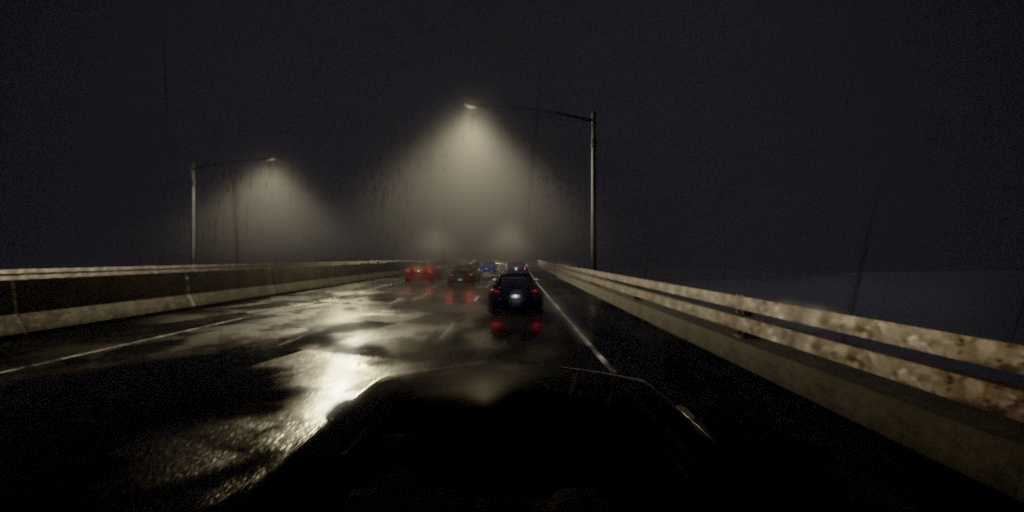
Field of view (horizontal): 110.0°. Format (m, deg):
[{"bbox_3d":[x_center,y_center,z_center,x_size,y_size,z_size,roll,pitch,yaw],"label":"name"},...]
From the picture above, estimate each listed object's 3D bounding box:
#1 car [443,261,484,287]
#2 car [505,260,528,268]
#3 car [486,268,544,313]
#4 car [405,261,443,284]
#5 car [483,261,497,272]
[{"bbox_3d":[-3.245,1.316,24.939,1.812,1.442,4.674,0,0,1],"label":"car"},{"bbox_3d":[0.387,1.162,33.110,2.097,1.767,4.553,0,0,1],"label":"car"},{"bbox_3d":[0.146,1.336,14.070,1.994,1.385,4.181,0,0,0],"label":"car"},{"bbox_3d":[-6.701,1.148,27.999,2.097,1.767,4.553,0,0,1],"label":"car"},{"bbox_3d":[-2.884,1.319,44.125,1.882,1.535,5.008,0,0,1],"label":"car"}]
